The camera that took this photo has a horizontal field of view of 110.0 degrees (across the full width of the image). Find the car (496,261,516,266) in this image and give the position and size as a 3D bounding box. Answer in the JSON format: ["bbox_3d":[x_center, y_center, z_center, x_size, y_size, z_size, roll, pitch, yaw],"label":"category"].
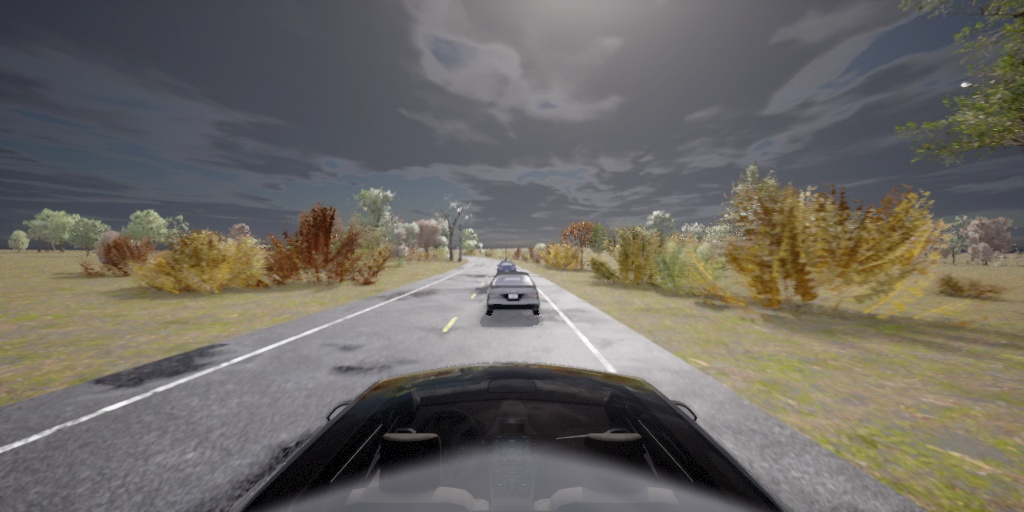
[{"bbox_3d":[-0.547,1.196,35.493,1.812,1.442,4.674,0,0,-2],"label":"car"}]

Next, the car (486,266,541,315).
[{"bbox_3d":[0.008,1.277,13.479,2.033,1.411,5.357,0,0,-1],"label":"car"}]
